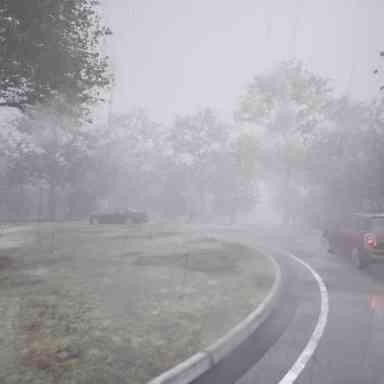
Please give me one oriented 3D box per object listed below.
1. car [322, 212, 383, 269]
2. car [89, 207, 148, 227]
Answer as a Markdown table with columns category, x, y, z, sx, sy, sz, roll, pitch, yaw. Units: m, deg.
| category | x | y | z | sx | sy | sz | roll | pitch | yaw |
| --- | --- | --- | --- | --- | --- | --- | --- | --- | --- |
| car | 6.198 | 1.490 | 11.724 | 2.097 | 1.767 | 4.553 | -1 | -1 | 5 |
| car | -6.144 | 2.048 | 27.760 | 5.008 | 1.535 | 1.882 | -1 | -2 | 16 |
